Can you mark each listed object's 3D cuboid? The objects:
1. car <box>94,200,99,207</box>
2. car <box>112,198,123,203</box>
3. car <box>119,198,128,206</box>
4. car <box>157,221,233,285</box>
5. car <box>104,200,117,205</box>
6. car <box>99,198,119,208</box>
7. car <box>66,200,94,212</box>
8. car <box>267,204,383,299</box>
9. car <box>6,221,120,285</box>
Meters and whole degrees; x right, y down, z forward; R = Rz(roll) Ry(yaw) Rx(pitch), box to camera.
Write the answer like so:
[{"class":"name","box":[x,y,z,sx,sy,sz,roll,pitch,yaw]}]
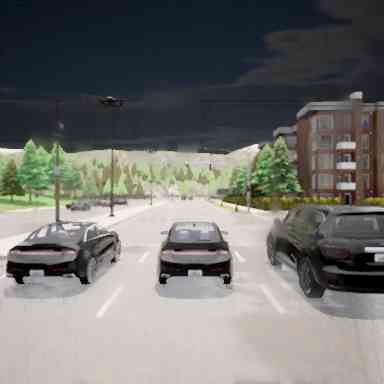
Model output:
[{"class":"car","box":[-19.799,2.330,67.560,2.128,1.511,4.902,0,-1,0]},{"class":"car","box":[-19.791,2.221,88.546,1.994,1.385,4.181,0,-1,0]},{"class":"car","box":[-16.295,2.402,77.649,1.882,1.535,5.008,0,-1,0]},{"class":"car","box":[0.072,1.609,9.794,2.128,1.511,4.902,0,-1,0]},{"class":"car","box":[-19.794,2.559,80.948,1.895,1.301,4.718,0,-1,0]},{"class":"car","box":[-16.300,2.304,65.384,1.812,1.442,4.674,0,-1,0]},{"class":"car","box":[-16.164,2.140,48.309,1.994,1.385,4.181,0,-1,-1]},{"class":"car","box":[3.571,1.332,8.865,2.150,2.045,5.566,0,0,0]},{"class":"car","box":[-3.430,1.610,9.800,2.128,1.511,4.902,0,-1,0]}]
